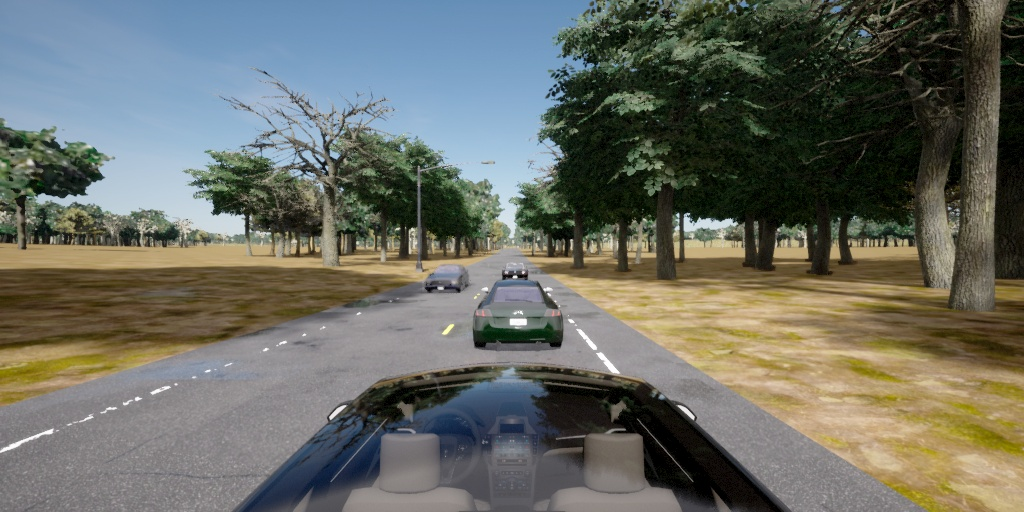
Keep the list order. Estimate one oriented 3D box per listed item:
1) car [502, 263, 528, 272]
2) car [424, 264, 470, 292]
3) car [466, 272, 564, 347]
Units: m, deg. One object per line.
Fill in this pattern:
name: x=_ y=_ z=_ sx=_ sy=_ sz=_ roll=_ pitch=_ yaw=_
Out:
car: x=0.225 y=1.159 z=27.173 sx=1.895 sy=1.301 sz=4.718 roll=0 pitch=1 yaw=0
car: x=-3.508 y=1.178 z=20.352 sx=2.033 sy=1.411 sz=5.357 roll=0 pitch=1 yaw=0
car: x=0.135 y=1.293 z=9.248 sx=1.994 sy=1.385 sz=4.181 roll=0 pitch=0 yaw=0
